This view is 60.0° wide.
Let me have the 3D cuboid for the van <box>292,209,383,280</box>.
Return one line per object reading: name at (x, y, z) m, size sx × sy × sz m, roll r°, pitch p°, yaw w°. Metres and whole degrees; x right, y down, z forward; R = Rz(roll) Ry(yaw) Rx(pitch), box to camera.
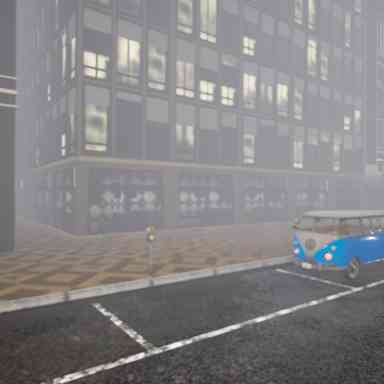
van at (4.719, 1.424, 9.924) m, size 3.998 × 1.788 × 1.690 m, roll 1°, pitch 0°, yaw -35°
